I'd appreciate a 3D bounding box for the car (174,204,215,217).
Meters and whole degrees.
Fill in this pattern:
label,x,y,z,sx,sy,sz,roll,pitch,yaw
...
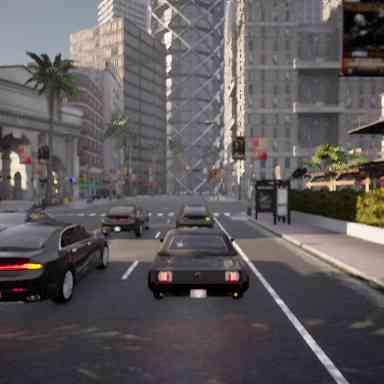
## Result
label,x,y,z,sx,sy,sz,roll,pitch,yaw
car,0.137,1.400,17.545,1.837,1.490,4.892,0,0,0

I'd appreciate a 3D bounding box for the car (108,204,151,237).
label,x,y,z,sx,sy,sz,roll,pitch,yaw
car,-3.362,1.401,17.430,1.837,1.490,4.892,0,0,0

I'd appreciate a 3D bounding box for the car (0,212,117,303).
label,x,y,z,sx,sy,sz,roll,pitch,yaw
car,-3.370,1.457,8.024,1.837,1.490,4.892,0,0,0

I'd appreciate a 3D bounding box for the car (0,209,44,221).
label,x,y,z,sx,sy,sz,roll,pitch,yaw
car,-7.011,1.446,13.305,1.812,1.442,4.674,0,0,1

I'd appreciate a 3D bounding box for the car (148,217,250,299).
label,x,y,z,sx,sy,sz,roll,pitch,yaw
car,0.122,1.551,8.283,1.895,1.301,4.718,0,0,0
